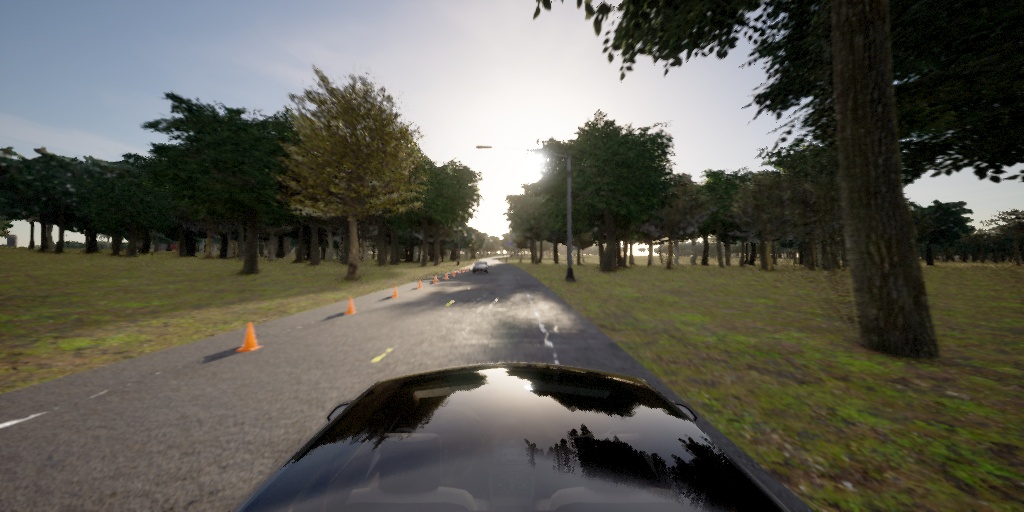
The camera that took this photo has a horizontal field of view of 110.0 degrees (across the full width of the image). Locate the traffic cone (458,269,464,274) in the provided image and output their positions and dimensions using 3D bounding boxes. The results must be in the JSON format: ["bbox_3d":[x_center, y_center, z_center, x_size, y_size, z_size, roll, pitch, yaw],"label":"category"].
[{"bbox_3d":[-6.241,1.798,42.856,0.340,0.580,0.340,0,0,-1],"label":"traffic cone"}]

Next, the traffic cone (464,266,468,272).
[{"bbox_3d":[-6.378,1.808,47.843,0.340,0.580,0.340,0,0,-2],"label":"traffic cone"}]

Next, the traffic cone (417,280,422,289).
[{"bbox_3d":[-5.876,1.771,22.904,0.340,0.580,0.340,0,0,-1],"label":"traffic cone"}]

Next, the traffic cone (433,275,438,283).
[{"bbox_3d":[-5.940,1.776,27.893,0.340,0.580,0.340,0,0,-1],"label":"traffic cone"}]

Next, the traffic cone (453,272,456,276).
[{"bbox_3d":[-6.122,1.790,37.869,0.340,0.580,0.340,0,0,-1],"label":"traffic cone"}]

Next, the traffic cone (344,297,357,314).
[{"bbox_3d":[-5.803,1.761,12.927,0.340,0.580,0.340,0,0,0],"label":"traffic cone"}]

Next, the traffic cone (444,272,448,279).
[{"bbox_3d":[-6.022,1.782,32.881,0.340,0.580,0.340,0,0,-1],"label":"traffic cone"}]

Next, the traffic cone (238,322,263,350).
[{"bbox_3d":[-5.794,1.757,7.938,0.340,0.580,0.340,0,0,0],"label":"traffic cone"}]

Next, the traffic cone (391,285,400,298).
[{"bbox_3d":[-5.830,1.765,17.916,0.340,0.580,0.340,0,0,0],"label":"traffic cone"}]

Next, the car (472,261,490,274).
[{"bbox_3d":[-3.639,1.326,42.215,1.837,1.490,4.892,0,0,-1],"label":"car"}]
